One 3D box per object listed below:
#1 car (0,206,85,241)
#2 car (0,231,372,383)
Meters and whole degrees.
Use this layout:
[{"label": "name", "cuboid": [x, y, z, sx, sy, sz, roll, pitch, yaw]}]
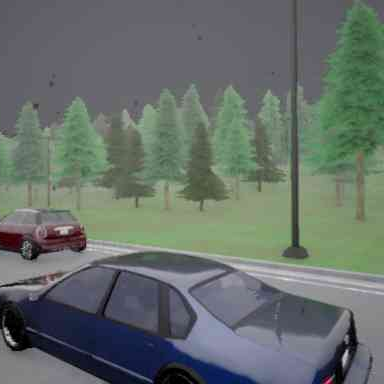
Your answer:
[{"label": "car", "cuboid": [-6.106, 1.393, 12.627, 4.553, 1.767, 2.097, 0, 0, 35]}, {"label": "car", "cuboid": [-0.667, 1.556, 4.474, 5.357, 1.411, 2.033, 0, 0, 35]}]
